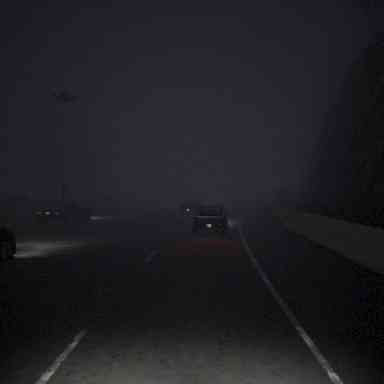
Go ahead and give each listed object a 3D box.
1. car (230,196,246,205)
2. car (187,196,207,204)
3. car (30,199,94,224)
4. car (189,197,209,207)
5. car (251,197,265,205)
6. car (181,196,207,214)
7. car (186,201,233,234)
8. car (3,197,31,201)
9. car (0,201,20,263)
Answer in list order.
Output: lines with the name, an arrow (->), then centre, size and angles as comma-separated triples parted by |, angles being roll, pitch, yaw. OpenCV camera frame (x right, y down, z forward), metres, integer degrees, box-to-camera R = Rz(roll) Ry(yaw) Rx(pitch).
car -> 8.719, 1.461, 63.046 | 2.097, 1.767, 4.553 | 1, 0, 22
car -> 1.000, 1.555, 63.182 | 2.033, 1.411, 5.357 | 1, 0, 22
car -> -8.985, 1.428, 24.028 | 2.033, 1.411, 5.357 | 1, 0, 9
car -> 1.168, 1.537, 52.877 | 1.812, 1.442, 4.674 | 0, 0, 19
car -> 12.388, 1.721, 62.794 | 1.994, 1.385, 4.181 | 1, 0, 23
car -> 0.118, 1.503, 34.770 | 1.837, 1.490, 4.892 | 0, 0, 12
car -> 1.158, 1.505, 19.306 | 2.128, 1.511, 4.902 | 1, 0, 7
car -> -20.714, 1.076, 38.275 | 2.097, 1.767, 4.553 | 1, 0, 12
car -> -6.778, 1.262, 8.873 | 2.097, 1.767, 4.553 | 1, 0, 3
